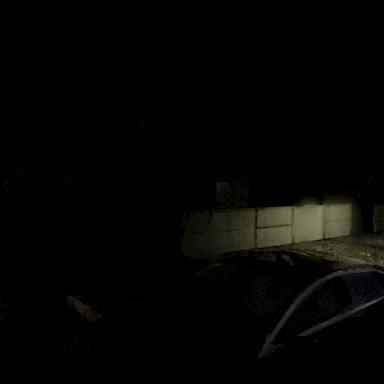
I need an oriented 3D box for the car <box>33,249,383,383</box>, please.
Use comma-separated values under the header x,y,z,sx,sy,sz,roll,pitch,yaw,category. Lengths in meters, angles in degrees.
x,y,z,sx,sy,sz,roll,pitch,yaw,category
0.891,1.488,3.707,4.902,1.511,2.128,0,0,-35,car
